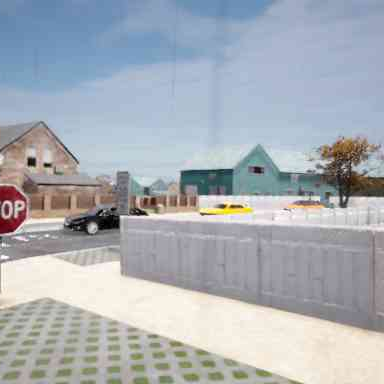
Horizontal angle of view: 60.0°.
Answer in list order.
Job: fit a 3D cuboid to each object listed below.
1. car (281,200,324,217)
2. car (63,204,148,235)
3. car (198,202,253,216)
[{"bbox_3d":[10.694,1.528,32.140,4.553,1.767,2.097,1,2,-35],"label":"car"},{"bbox_3d":[-4.664,1.433,18.547,1.837,1.490,4.892,3,2,43],"label":"car"},{"bbox_3d":[2.638,1.528,25.709,5.008,1.535,1.882,1,2,-41],"label":"car"}]
